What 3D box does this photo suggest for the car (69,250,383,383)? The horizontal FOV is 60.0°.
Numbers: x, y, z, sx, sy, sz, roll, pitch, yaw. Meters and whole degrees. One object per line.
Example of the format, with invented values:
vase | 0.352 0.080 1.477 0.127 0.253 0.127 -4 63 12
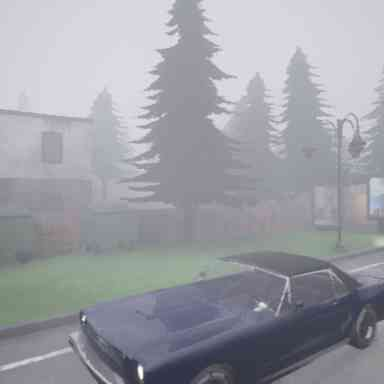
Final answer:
car | 0.869 1.603 4.655 4.718 1.301 1.895 0 0 -36
